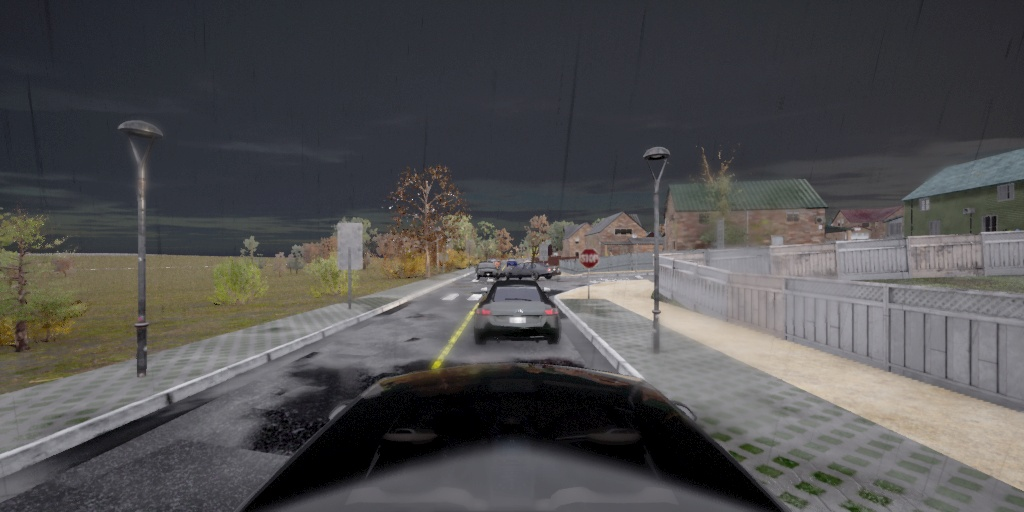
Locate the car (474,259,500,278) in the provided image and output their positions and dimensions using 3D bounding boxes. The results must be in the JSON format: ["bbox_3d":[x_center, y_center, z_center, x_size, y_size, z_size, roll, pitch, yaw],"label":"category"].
[{"bbox_3d":[-2.258,1.257,31.442,1.837,1.490,4.892,0,0,-8],"label":"car"}]

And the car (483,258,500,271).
[{"bbox_3d":[-2.860,1.120,51.260,2.097,1.767,4.553,0,0,1],"label":"car"}]

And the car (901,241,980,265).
[{"bbox_3d":[23.883,-0.209,20.492,4.902,1.511,2.128,-3,0,14],"label":"car"}]

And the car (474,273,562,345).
[{"bbox_3d":[0.100,1.313,9.517,1.994,1.385,4.181,0,0,-1],"label":"car"}]

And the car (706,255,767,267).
[{"bbox_3d":[14.382,0.413,22.911,4.181,1.385,1.994,-3,0,16],"label":"car"}]

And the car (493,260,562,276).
[{"bbox_3d":[1.330,1.197,28.532,5.357,1.411,2.033,-4,-3,43],"label":"car"}]
